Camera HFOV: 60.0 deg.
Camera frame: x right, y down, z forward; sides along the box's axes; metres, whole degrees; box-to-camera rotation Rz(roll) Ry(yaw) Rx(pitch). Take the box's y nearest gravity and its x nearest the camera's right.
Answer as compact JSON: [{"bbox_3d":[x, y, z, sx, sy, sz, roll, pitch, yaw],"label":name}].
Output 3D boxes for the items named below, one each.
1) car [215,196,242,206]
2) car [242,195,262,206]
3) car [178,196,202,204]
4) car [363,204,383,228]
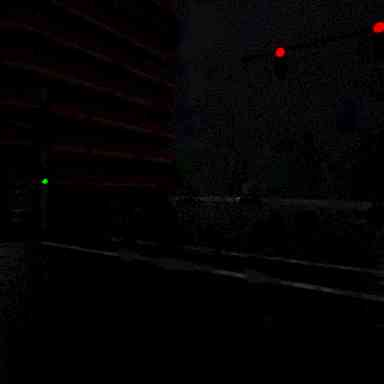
[{"bbox_3d":[5.404,1.407,52.184,1.812,1.442,4.674,0,0,-28],"label":"car"},{"bbox_3d":[8.982,1.235,52.675,2.097,1.767,4.553,0,0,-25],"label":"car"},{"bbox_3d":[-0.416,1.465,60.752,4.718,1.301,1.895,0,0,44],"label":"car"},{"bbox_3d":[12.571,1.481,21.428,2.033,1.411,5.357,0,0,16],"label":"car"}]
